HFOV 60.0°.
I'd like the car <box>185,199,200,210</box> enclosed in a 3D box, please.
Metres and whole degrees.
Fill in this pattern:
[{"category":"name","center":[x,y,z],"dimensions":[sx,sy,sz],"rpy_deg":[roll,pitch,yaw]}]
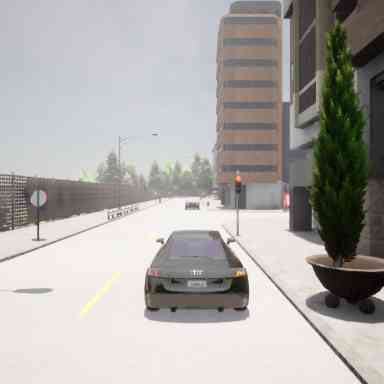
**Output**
[{"category":"car","center":[0.029,1.601,43.629],"dimensions":[1.895,1.301,4.718],"rpy_deg":[0,0,-1]}]

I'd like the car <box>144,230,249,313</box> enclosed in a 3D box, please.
[{"category":"car","center":[0.085,1.564,7.772],"dimensions":[1.994,1.385,4.181],"rpy_deg":[0,0,0]}]
